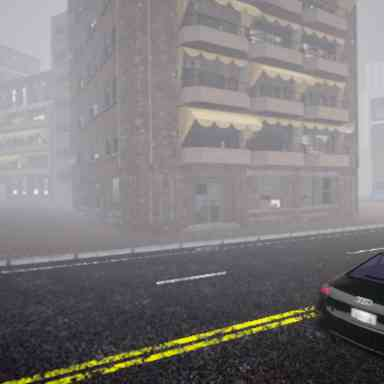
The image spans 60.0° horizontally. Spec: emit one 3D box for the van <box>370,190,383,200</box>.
[{"bbox_3d":[31.452,0.498,54.302,3.998,1.788,1.690,0,0,28],"label":"van"}]

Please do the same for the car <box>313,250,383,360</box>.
[{"bbox_3d":[3.911,1.519,5.165,4.181,1.385,1.994,-1,0,-29],"label":"car"}]
